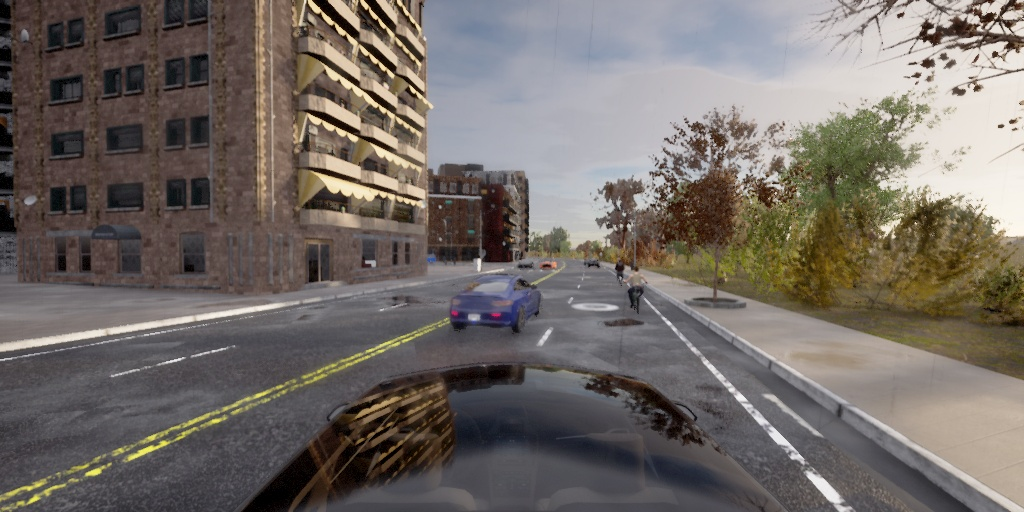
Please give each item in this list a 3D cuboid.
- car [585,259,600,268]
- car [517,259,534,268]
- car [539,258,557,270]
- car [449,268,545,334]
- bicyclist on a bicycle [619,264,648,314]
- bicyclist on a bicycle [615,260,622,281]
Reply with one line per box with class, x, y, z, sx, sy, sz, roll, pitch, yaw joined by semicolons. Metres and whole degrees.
car;13.564;1.179;59.788;1.837;1.490;4.892;0;0;10
car;2.031;1.176;51.598;1.882;1.535;5.008;0;0;11
car;5.144;1.048;50.705;2.097;1.767;4.553;0;0;11
car;-0.310;1.267;10.627;1.812;1.442;4.674;0;0;14
bicyclist on a bicycle;4.404;1.174;12.734;0.866;1.612;1.509;0;0;14
bicyclist on a bicycle;6.693;1.098;22.275;0.659;1.776;1.843;0;0;13
